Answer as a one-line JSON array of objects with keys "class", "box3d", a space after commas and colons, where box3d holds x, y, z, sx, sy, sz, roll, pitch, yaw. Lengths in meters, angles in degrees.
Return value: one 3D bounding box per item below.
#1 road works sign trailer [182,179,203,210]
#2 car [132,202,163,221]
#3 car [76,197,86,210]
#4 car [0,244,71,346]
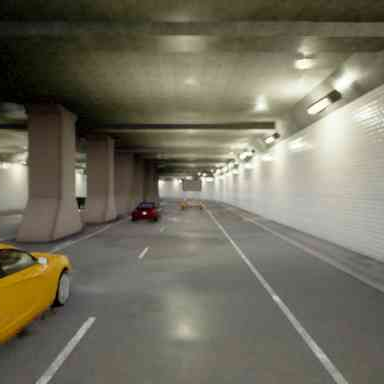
[{"class": "road works sign trailer", "box3d": [0.012, 0.322, 38.804, 2.380, 3.560, 2.880, 0, 0, 0]}, {"class": "car", "box3d": [-3.394, 1.470, 25.792, 1.994, 1.385, 4.181, 0, 0, 0]}, {"class": "car", "box3d": [-14.070, 1.357, 41.169, 1.837, 1.490, 4.892, 0, 0, 0]}, {"class": "car", "box3d": [-3.398, 1.460, 4.836, 1.882, 1.535, 5.008, 0, 0, 0]}]
